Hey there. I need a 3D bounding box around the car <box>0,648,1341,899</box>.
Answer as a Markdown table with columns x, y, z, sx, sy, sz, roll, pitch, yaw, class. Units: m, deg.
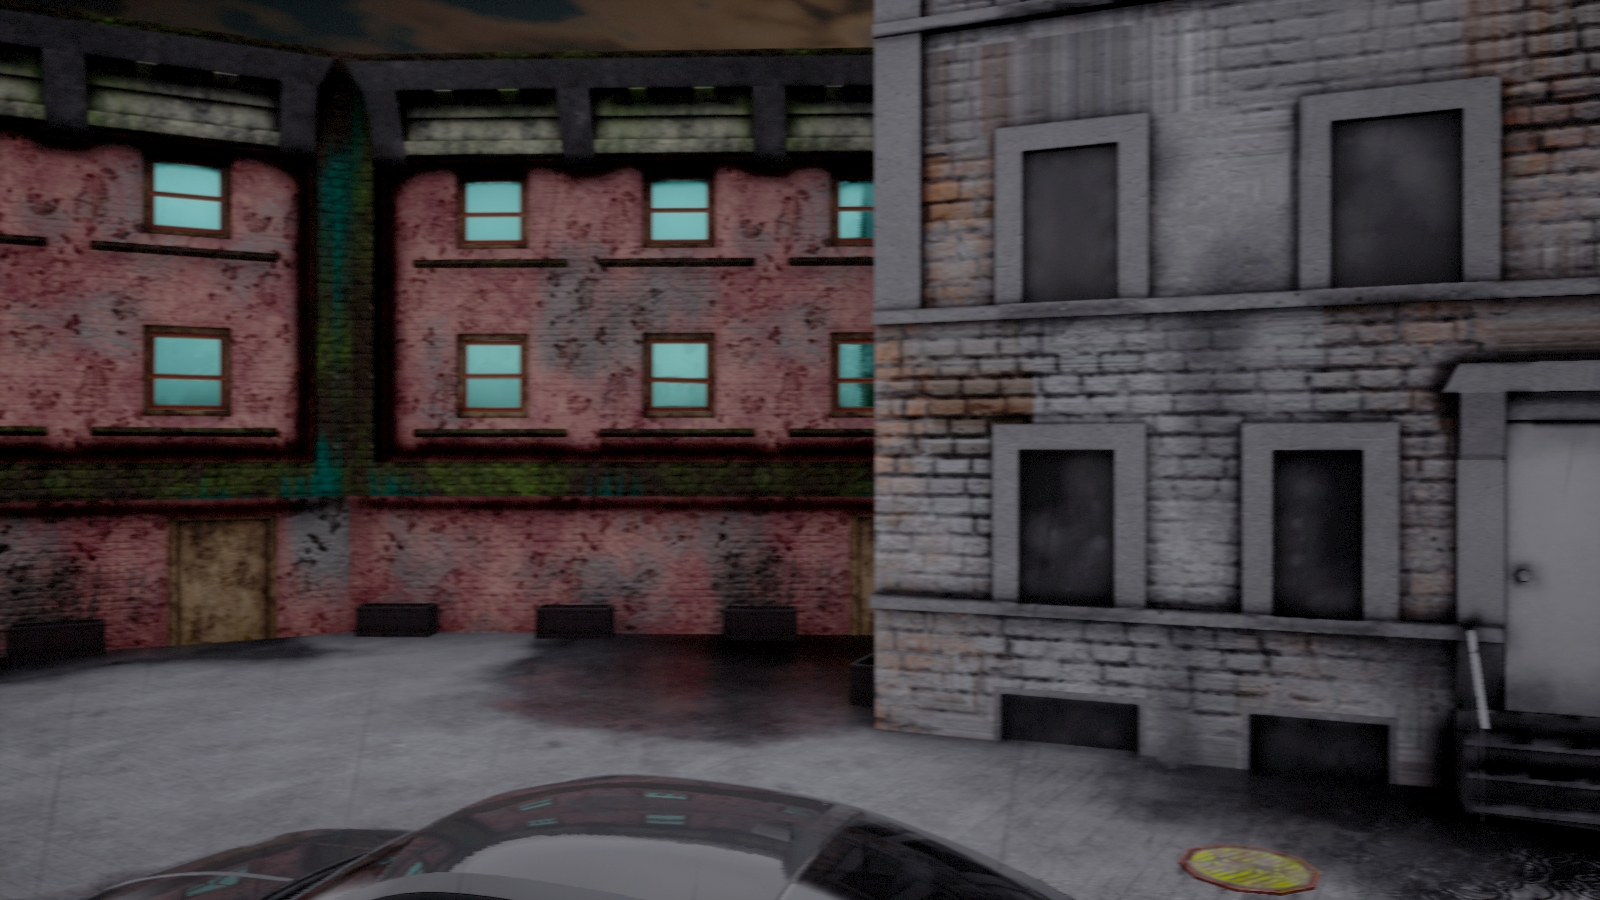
| x | y | z | sx | sy | sz | roll | pitch | yaw | class |
| --- | --- | --- | --- | --- | --- | --- | --- | --- | --- |
| -0.865 | 1.808 | 4.186 | 5.006 | 1.535 | 2.097 | 0 | 0 | 19 | car |
